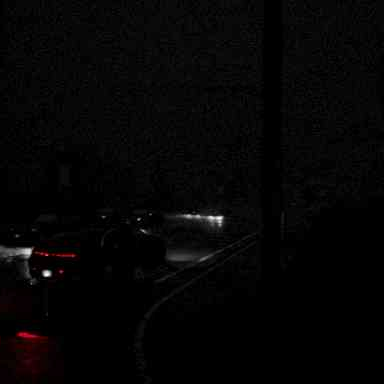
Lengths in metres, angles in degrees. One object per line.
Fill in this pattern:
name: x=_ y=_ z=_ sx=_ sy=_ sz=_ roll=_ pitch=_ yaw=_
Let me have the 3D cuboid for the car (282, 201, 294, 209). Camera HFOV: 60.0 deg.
car: x=24.310 y=3.475 z=84.729 sx=2.033 sy=1.411 sz=5.357 roll=0 pitch=-1 yaw=25

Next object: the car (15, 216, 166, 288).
car: x=-2.447 y=1.680 z=9.906 sx=1.837 sy=1.490 sz=4.892 roll=0 pitch=-1 yaw=21

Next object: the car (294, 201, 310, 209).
car: x=27.670 y=3.313 z=83.653 sx=2.097 sy=1.767 sz=4.553 roll=0 pitch=-1 yaw=25

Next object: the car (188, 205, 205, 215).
car: x=1.034 y=2.535 z=47.495 sx=1.895 sy=1.301 sz=4.718 roll=0 pitch=-1 yaw=22

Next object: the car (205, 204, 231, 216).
car: x=3.972 y=2.423 z=45.428 sx=2.128 sy=1.511 sz=4.902 roll=0 pitch=-1 yaw=22

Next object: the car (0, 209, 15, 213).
car: x=-10.266 y=1.736 z=18.987 sx=2.128 sy=1.511 sz=4.902 roll=0 pitch=-1 yaw=21

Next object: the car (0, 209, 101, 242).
car: x=-7.135 y=1.778 z=17.384 sx=1.812 sy=1.442 sz=4.674 roll=0 pitch=-1 yaw=21

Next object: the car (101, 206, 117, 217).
car: x=-6.741 y=1.938 z=27.941 sx=1.882 sy=1.535 sz=5.008 roll=0 pitch=-1 yaw=21

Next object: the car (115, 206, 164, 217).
car: x=-3.733 y=1.987 z=26.026 sx=1.812 sy=1.442 sz=4.674 roll=0 pitch=-1 yaw=22
